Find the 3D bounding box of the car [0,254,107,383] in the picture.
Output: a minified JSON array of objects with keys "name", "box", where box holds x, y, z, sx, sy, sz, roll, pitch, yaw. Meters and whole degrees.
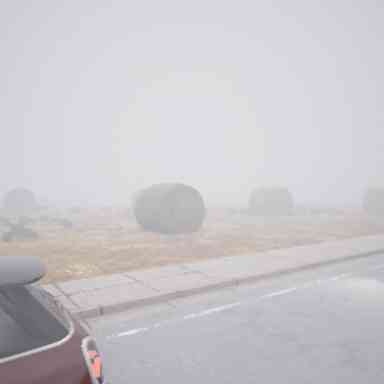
[{"name":"car","box":[-2.857,1.351,1.951,4.553,1.767,2.097,0,0,-36]}]
